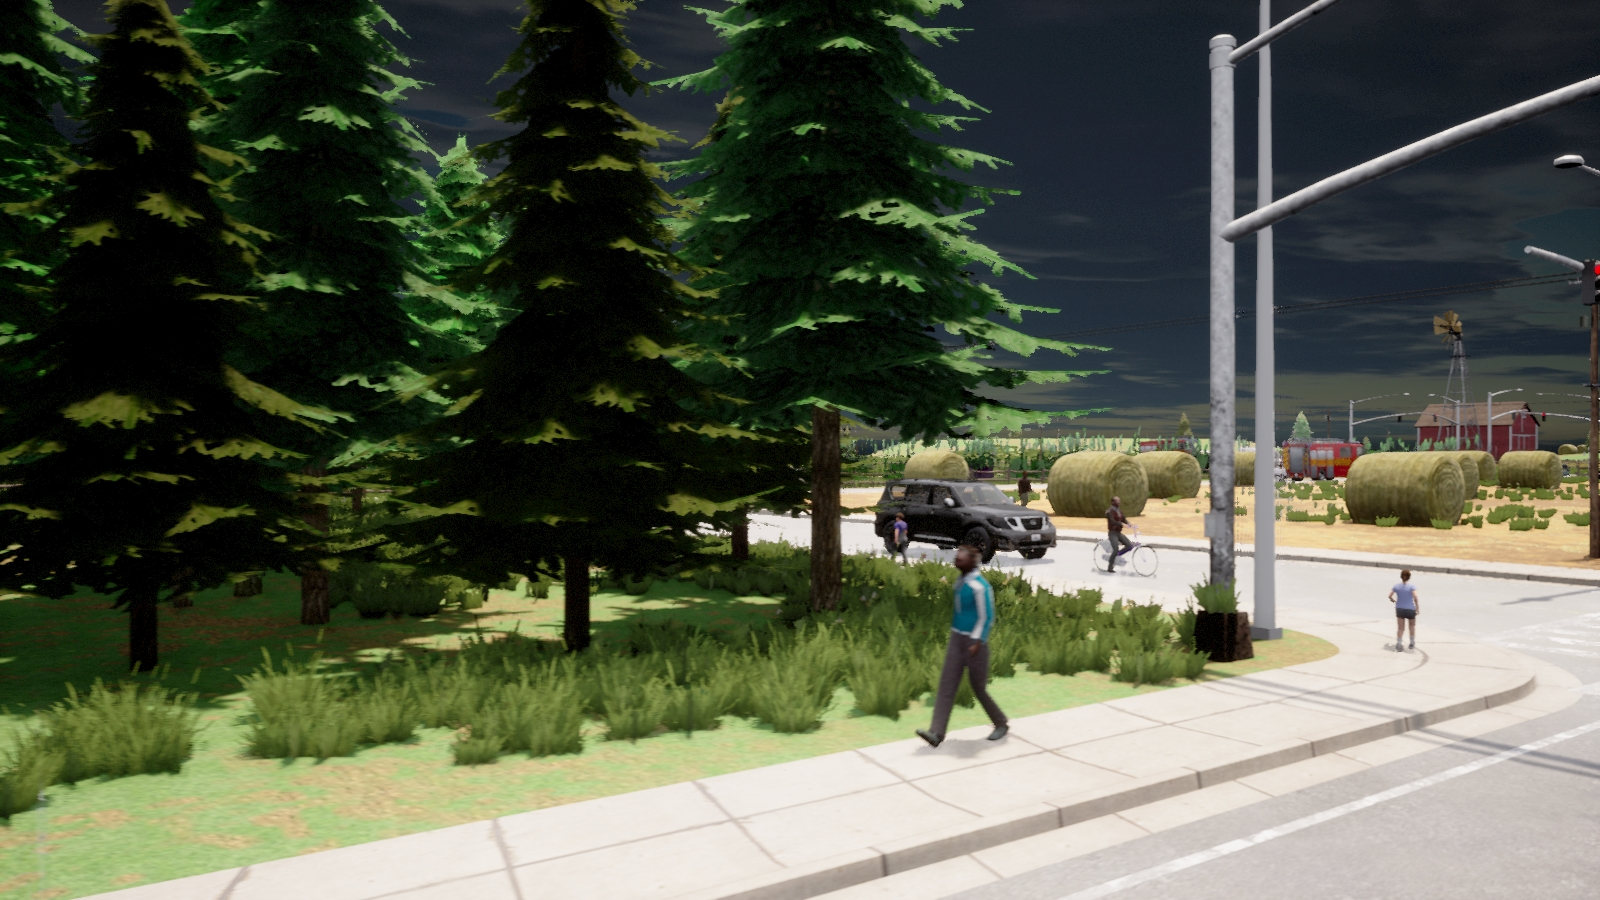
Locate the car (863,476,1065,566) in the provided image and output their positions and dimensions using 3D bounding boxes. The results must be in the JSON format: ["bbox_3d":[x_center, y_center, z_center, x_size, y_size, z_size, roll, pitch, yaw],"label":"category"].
[{"bbox_3d":[4.214,1.779,30.411,2.150,2.045,5.566,0,0,-34],"label":"car"}]

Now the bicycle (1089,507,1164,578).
[{"bbox_3d":[7.365,2.060,25.845,0.329,1.471,1.835,0,0,-34],"label":"bicycle"}]

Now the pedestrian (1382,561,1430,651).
[{"bbox_3d":[8.051,2.059,15.175,0.500,1.100,0.500,0,0,36],"label":"pedestrian"}]

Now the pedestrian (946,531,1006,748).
[{"bbox_3d":[1.572,1.669,10.216,0.375,1.860,0.375,0,0,-30],"label":"pedestrian"}]

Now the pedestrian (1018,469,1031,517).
[{"bbox_3d":[8.769,1.681,44.678,0.375,1.860,0.375,0,0,-21],"label":"pedestrian"}]

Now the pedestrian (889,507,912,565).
[{"bbox_3d":[2.314,1.974,26.309,0.375,1.300,0.375,0,0,-33],"label":"pedestrian"}]
